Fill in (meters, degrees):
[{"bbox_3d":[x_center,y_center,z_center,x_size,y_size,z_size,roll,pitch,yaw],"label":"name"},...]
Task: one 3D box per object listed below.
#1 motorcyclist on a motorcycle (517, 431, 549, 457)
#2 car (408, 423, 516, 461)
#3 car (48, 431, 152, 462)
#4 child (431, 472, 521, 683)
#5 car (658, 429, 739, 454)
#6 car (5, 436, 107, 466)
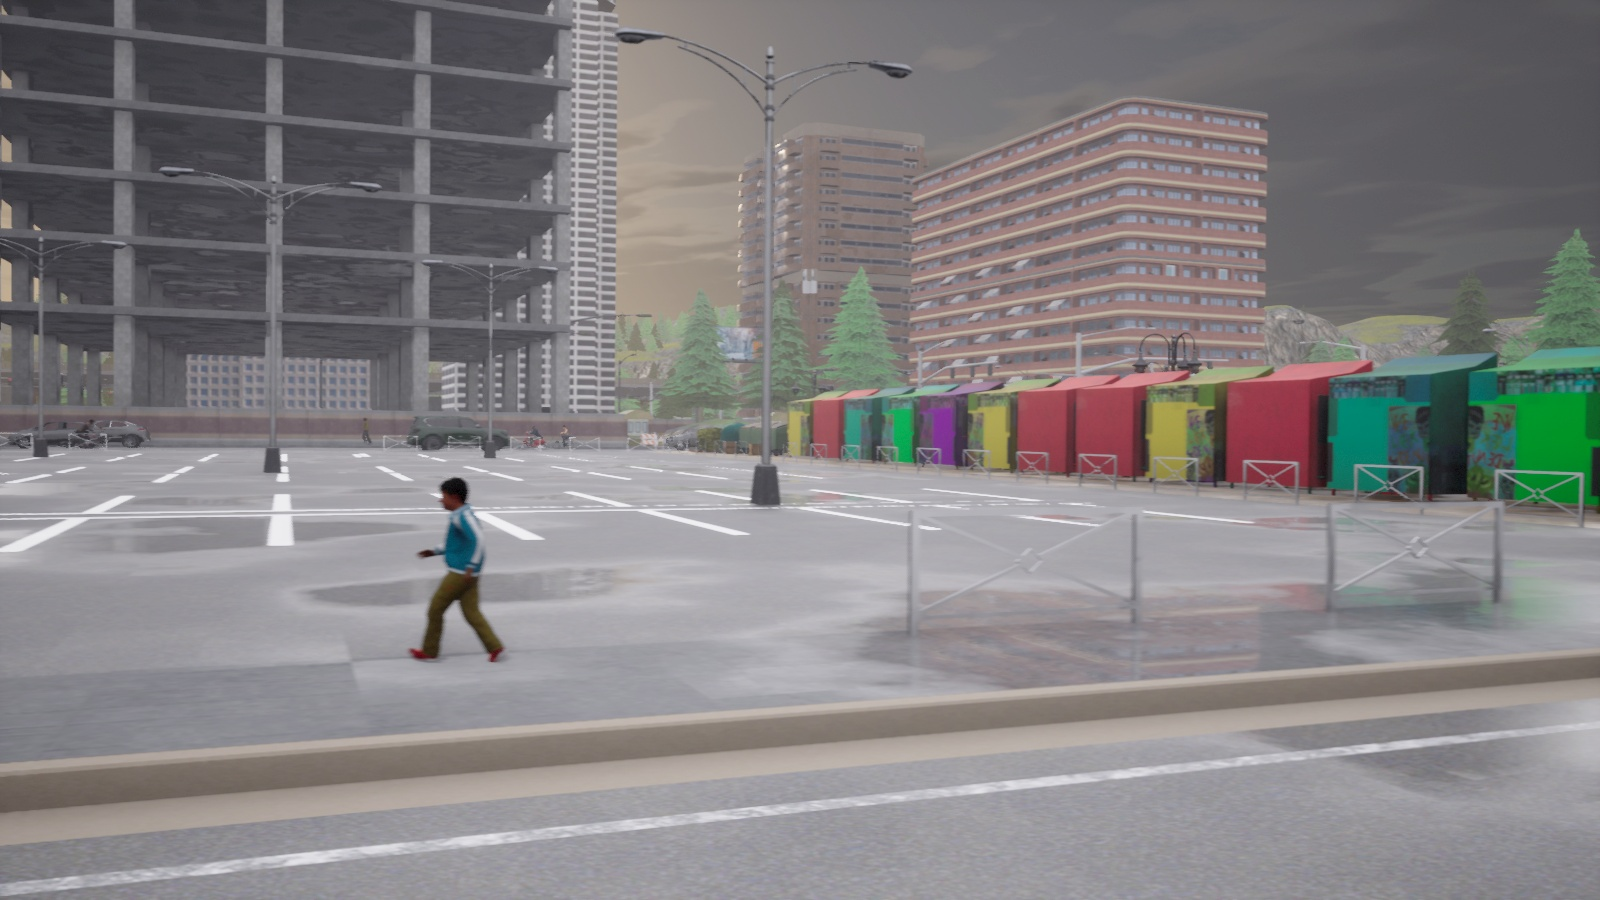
[{"bbox_3d":[-16.711,-0.402,78.564,1.817,1.590,0.866,-1,1,-23],"label":"motorcyclist on a motorcycle"},{"bbox_3d":[-18.874,-0.475,70.074,5.566,2.045,2.150,-1,1,-23],"label":"car"},{"bbox_3d":[-40.318,-0.222,72.500,5.027,1.651,2.152,-1,1,-23],"label":"car"},{"bbox_3d":[-1.905,0.737,7.408,0.448,1.192,0.343,-1,1,-5],"label":"child"},{"bbox_3d":[-6.702,-0.575,82.742,4.902,1.511,2.128,-1,1,-23],"label":"car"},{"bbox_3d":[-40.563,0.011,68.608,4.514,1.525,2.007,-1,1,-23],"label":"car"}]
